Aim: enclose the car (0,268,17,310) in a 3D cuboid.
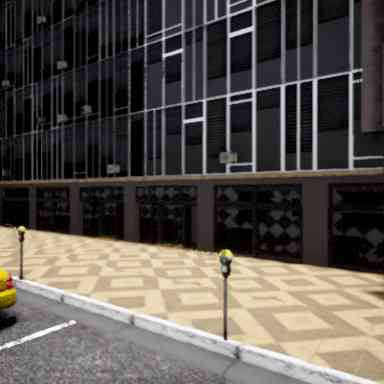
[{"bbox_3d":[-5.276,1.524,6.486,4.829,1.417,1.752,0,0,36],"label":"car"}]
